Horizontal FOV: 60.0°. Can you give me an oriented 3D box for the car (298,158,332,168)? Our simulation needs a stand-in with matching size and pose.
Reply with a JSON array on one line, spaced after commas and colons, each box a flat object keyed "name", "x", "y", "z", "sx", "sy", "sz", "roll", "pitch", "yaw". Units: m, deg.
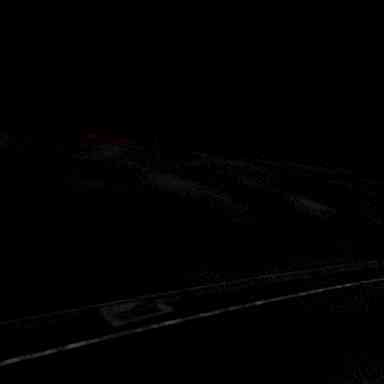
[{"name": "car", "x": 12.894, "y": -3.030, "z": 37.280, "sx": 4.892, "sy": 1.521, "sz": 2.231, "roll": 3, "pitch": -1, "yaw": -31}]

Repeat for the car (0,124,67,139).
[{"name": "car", "x": -11.481, "y": -4.053, "z": 24.099, "sx": 4.674, "sy": 1.452, "sz": 2.002, "roll": 2, "pitch": -1, "yaw": -25}]

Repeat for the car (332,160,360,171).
[{"name": "car", "x": 17.667, "y": -2.921, "z": 40.277, "sx": 4.553, "sy": 1.767, "sz": 2.185, "roll": 3, "pitch": -1, "yaw": -32}]

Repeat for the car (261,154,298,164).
[{"name": "car", "x": 8.241, "y": -3.200, "z": 34.502, "sx": 4.674, "sy": 1.452, "sz": 2.002, "roll": 3, "pitch": -1, "yaw": -30}]

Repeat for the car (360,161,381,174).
[{"name": "car", "x": 22.363, "y": -2.791, "z": 43.346, "sx": 5.566, "sy": 2.045, "sz": 2.435, "roll": 3, "pitch": -1, "yaw": -33}]

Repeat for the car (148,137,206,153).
[{"name": "car", "x": -1.579, "y": -3.795, "z": 29.047, "sx": 4.553, "sy": 1.767, "sz": 2.185, "roll": 2, "pitch": -1, "yaw": -27}]

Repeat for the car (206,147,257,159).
[{"name": "car", "x": 3.446, "y": -3.421, "z": 31.777, "sx": 4.792, "sy": 1.488, "sz": 2.163, "roll": 2, "pitch": -1, "yaw": -29}]

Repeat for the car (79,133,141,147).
[{"name": "car", "x": -6.494, "y": -3.881, "z": 26.525, "sx": 5.008, "sy": 1.535, "sz": 2.097, "roll": 2, "pitch": -1, "yaw": -26}]
